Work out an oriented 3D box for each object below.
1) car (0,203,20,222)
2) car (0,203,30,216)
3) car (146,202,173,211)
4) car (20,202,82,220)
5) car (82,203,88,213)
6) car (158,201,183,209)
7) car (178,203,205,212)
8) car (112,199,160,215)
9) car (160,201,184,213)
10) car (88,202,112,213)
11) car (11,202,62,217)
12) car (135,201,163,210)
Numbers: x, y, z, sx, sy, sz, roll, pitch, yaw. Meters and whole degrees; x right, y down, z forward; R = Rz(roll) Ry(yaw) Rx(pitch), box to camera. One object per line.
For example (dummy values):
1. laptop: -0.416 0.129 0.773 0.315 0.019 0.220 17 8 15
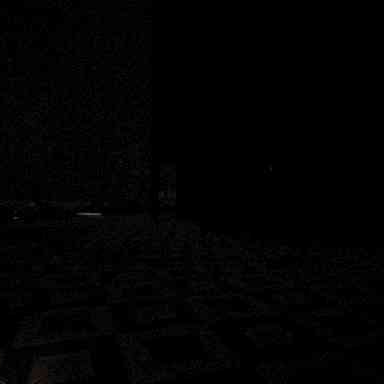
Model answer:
1. car: -16.434 1.774 26.193 1.947 1.339 4.313 -1 -2 35
2. car: -20.093 1.841 35.743 2.008 1.369 4.403 -1 -1 35
3. car: -5.034 2.217 52.175 1.994 1.385 4.181 0 -1 37
4. car: -13.059 1.824 30.926 1.752 1.417 4.829 -1 -2 35
5. car: -13.540 2.016 44.933 1.887 1.381 4.507 -1 -2 35
6. car: -3.710 2.305 58.716 2.008 1.369 4.403 -1 -2 35
7. car: -0.046 2.245 49.171 1.802 1.307 4.206 -1 -2 36
8. car: -6.605 1.791 39.983 2.192 1.841 5.009 -1 -2 35
9. car: -3.327 2.113 44.572 1.887 1.381 4.507 -1 -2 35
10. car: -10.893 2.011 44.023 1.812 1.442 4.674 0 -1 35
11. car: -16.679 1.852 35.927 1.812 1.442 4.674 0 -1 36
12. car: -6.987 2.209 54.122 2.008 1.369 4.403 -1 -2 35
